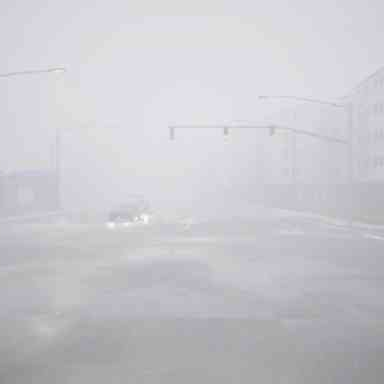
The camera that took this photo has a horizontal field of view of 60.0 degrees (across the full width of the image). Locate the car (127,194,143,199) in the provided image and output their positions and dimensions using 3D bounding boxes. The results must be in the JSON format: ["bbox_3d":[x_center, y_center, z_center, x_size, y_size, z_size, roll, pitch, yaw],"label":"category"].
[{"bbox_3d":[-8.328,1.328,49.912,2.150,2.045,5.566,0,0,-22],"label":"car"}]

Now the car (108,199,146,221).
[{"bbox_3d":[-5.572,1.633,28.295,2.033,1.411,5.357,0,0,1],"label":"car"}]

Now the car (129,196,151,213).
[{"bbox_3d":[-5.777,1.587,38.503,2.128,1.511,4.902,0,0,-6],"label":"car"}]
